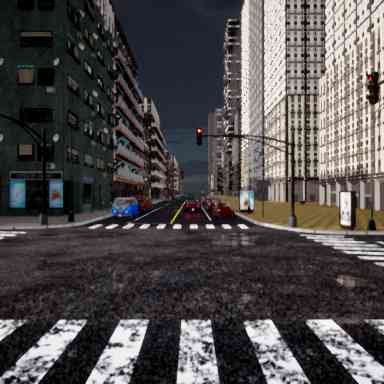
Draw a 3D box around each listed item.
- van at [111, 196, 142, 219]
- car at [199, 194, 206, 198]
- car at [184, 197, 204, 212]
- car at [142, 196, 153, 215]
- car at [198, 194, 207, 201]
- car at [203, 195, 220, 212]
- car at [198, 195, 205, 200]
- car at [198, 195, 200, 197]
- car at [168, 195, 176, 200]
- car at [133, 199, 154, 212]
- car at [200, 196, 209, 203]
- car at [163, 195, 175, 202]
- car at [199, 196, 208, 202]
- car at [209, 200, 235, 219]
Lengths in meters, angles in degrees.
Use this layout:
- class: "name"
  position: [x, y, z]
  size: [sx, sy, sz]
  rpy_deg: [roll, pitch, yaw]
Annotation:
- class: "van"
  position: [-5.696, 1.345, 28.445]
  size: [1.690, 1.788, 3.998]
  rpy_deg: [0, 0, 0]
- class: "car"
  position: [2.671, 1.456, 56.086]
  size: [1.967, 1.590, 4.097]
  rpy_deg: [0, 0, 0]
- class: "car"
  position: [0.086, 1.608, 39.164]
  size: [1.895, 1.301, 4.718]
  rpy_deg: [0, 0, 0]
- class: "car"
  position: [-5.698, 1.321, 33.973]
  size: [2.192, 1.841, 5.009]
  rpy_deg: [0, 0, 0]
- class: "car"
  position: [2.659, 1.356, 83.725]
  size: [2.192, 1.841, 5.009]
  rpy_deg: [0, 0, 0]
- class: "car"
  position: [2.679, 1.447, 39.504]
  size: [1.967, 1.590, 4.097]
  rpy_deg: [0, 0, 0]
- class: "car"
  position: [2.651, 1.636, 94.780]
  size: [1.802, 1.307, 4.206]
  rpy_deg: [0, 0, 0]
- class: "car"
  position: [2.665, 1.576, 67.142]
  size: [2.008, 1.369, 4.403]
  rpy_deg: [0, 0, 0]
- class: "car"
  position: [-5.729, 1.620, 94.776]
  size: [1.947, 1.339, 4.313]
  rpy_deg: [0, 0, 0]
- class: "car"
  position: [-5.702, 1.552, 39.501]
  size: [1.887, 1.381, 4.507]
  rpy_deg: [0, 0, 0]
- class: "car"
  position: [2.662, 1.575, 72.669]
  size: [1.887, 1.381, 4.507]
  rpy_deg: [0, 0, 0]
- class: "car"
  position: [-5.720, 1.476, 78.193]
  size: [1.967, 1.590, 4.097]
  rpy_deg: [0, 0, 0]
- class: "car"
  position: [2.660, 1.618, 78.196]
  size: [1.802, 1.307, 4.206]
  rpy_deg: [0, 0, 0]
- class: "car"
  position: [2.684, 1.586, 28.448]
  size: [1.802, 1.307, 4.206]
  rpy_deg: [0, 0, 0]
